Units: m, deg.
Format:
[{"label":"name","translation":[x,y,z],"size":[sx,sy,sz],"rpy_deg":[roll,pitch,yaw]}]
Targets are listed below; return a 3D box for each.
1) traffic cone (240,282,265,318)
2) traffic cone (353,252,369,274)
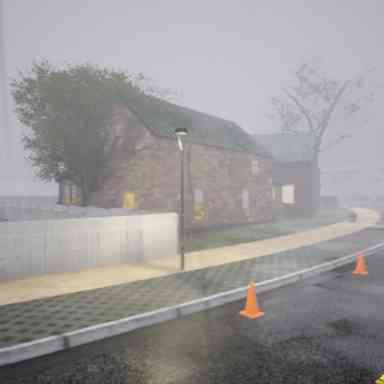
[{"label":"traffic cone","translation":[1.122,1.977,6.202],"size":[0.340,0.580,0.340],"rpy_deg":[0,0,-39]},{"label":"traffic cone","translation":[4.767,1.979,9.384],"size":[0.340,0.580,0.340],"rpy_deg":[0,0,-43]}]
